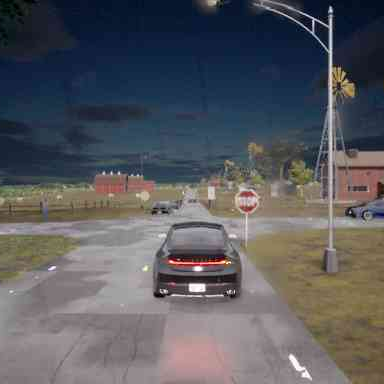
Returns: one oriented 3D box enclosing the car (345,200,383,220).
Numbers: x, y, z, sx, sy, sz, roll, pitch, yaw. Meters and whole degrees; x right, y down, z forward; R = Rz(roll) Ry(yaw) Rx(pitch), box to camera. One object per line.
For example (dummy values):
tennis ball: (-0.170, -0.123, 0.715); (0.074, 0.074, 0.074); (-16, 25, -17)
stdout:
car: (13.532, 1.267, 24.345); (4.181, 1.385, 1.994); (-1, 1, -2)

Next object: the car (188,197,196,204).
car: (0.099, 1.999, 78.923); (1.812, 1.442, 4.674); (0, -1, 0)

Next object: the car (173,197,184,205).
car: (-2.691, 1.810, 67.283); (2.128, 1.511, 4.902); (0, -1, 1)

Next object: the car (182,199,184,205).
car: (-2.730, 1.763, 56.159); (1.994, 1.385, 4.181); (0, -1, 1)

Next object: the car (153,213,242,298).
car: (0.139, 1.507, 8.506); (1.837, 1.490, 4.892); (0, 0, 1)

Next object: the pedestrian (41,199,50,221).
pedestrian: (-12.120, 1.465, 27.530); (0.375, 1.860, 0.375); (0, 2, 0)

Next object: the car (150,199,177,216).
car: (-3.002, 1.654, 33.872); (1.895, 1.301, 4.718); (0, 0, 3)

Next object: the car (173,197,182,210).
car: (-2.783, 1.673, 44.803); (1.994, 1.385, 4.181); (0, 0, 0)
